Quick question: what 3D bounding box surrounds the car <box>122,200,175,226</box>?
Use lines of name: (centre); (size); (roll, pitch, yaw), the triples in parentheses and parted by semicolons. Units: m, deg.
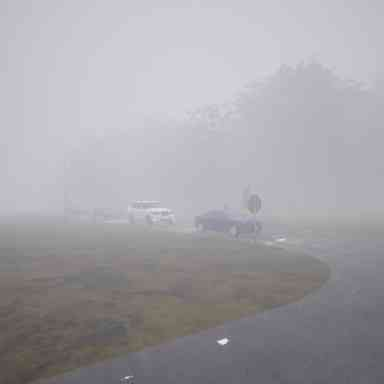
car: (-3.673, 1.757, 28.644); (2.150, 2.045, 5.566); (-1, -1, -35)

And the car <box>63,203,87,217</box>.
car: (-15.636, 2.520, 45.513); (1.882, 1.535, 5.008); (-1, -1, -36)

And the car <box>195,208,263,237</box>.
car: (2.137, 1.784, 20.478); (1.882, 1.535, 5.008); (-1, -1, -35)

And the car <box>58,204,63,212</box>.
car: (-22.861, 2.787, 60.604); (2.097, 1.767, 4.553); (-1, -1, -37)

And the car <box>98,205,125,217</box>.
car: (-10.586, 2.451, 43.406); (1.994, 1.385, 4.181); (-1, -1, -36)

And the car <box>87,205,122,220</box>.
car: (-9.597, 2.288, 36.962); (1.837, 1.490, 4.892); (-1, -1, -36)

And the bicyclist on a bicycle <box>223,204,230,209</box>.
bicyclist on a bicycle: (3.014, 1.855, 29.561); (1.656, 1.620, 0.582); (0, -1, -36)
